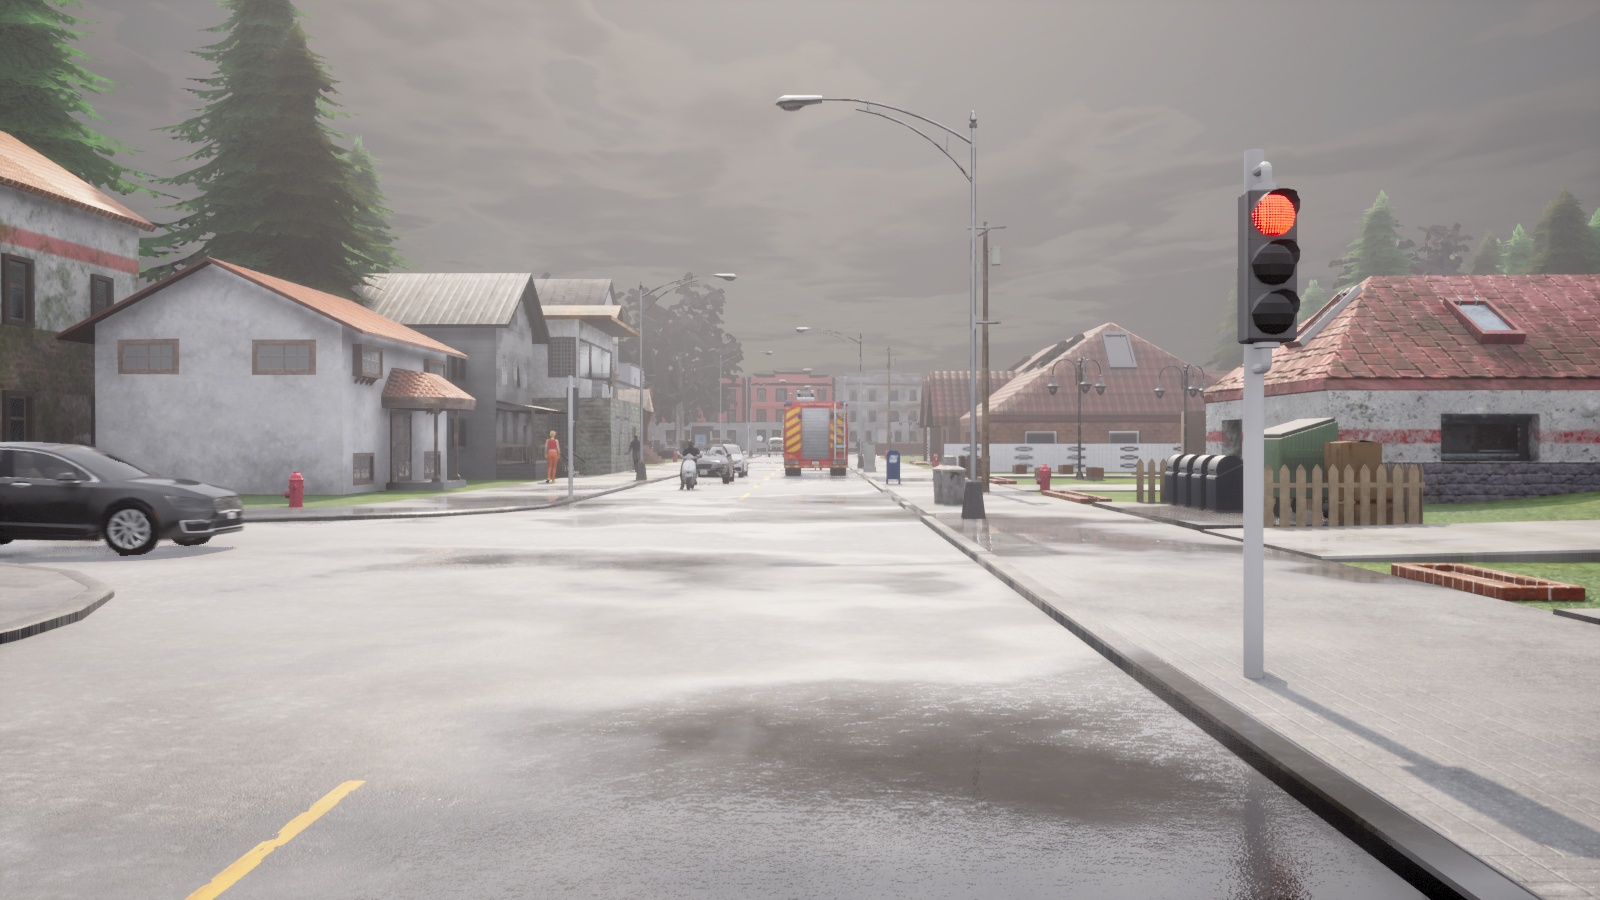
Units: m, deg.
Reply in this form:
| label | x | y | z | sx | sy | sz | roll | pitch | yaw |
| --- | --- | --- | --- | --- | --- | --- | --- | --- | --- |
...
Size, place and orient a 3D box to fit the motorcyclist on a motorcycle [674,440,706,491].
| label | x | y | z | sx | sy | sz | roll | pitch | yaw |
| --- | --- | --- | --- | --- | --- | --- | --- | --- | --- |
| motorcyclist on a motorcycle | -3.507 | 0.470 | 40.226 | 0.866 | 1.590 | 1.817 | 0 | 0 | 1 |

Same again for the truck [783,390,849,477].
| label | x | y | z | sx | sy | sz | roll | pitch | yaw |
| --- | --- | --- | --- | --- | --- | --- | --- | --- | --- |
| truck | 0.732 | -0.751 | 59.199 | 2.891 | 3.827 | 8.468 | 0 | 0 | 1 |

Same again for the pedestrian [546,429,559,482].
| label | x | y | z | sx | sy | sz | roll | pitch | yaw |
| --- | --- | --- | --- | --- | --- | --- | --- | --- | --- |
| pedestrian | -8.672 | 0.201 | 43.976 | 0.345 | 1.836 | 0.594 | 0 | 0 | 0 |

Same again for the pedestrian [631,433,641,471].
| label | x | y | z | sx | sy | sz | roll | pitch | yaw |
| --- | --- | --- | --- | --- | --- | --- | --- | --- | --- |
| pedestrian | -7.888 | 0.109 | 60.441 | 0.370 | 1.835 | 0.726 | 0 | 0 | 1 |

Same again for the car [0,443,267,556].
| label | x | y | z | sx | sy | sz | roll | pitch | yaw |
| --- | --- | --- | --- | --- | --- | --- | --- | --- | --- |
| car | -10.258 | 0.644 | 17.481 | 4.892 | 1.490 | 1.837 | 0 | 0 | 0 |

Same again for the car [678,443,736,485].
| label | x | y | z | sx | sy | sz | roll | pitch | yaw |
| --- | --- | --- | --- | --- | --- | --- | --- | --- | --- |
| car | -3.419 | 0.492 | 46.936 | 1.816 | 1.474 | 4.193 | 0 | 0 | 1 |

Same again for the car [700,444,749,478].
| label | x | y | z | sx | sy | sz | roll | pitch | yaw |
| --- | --- | --- | --- | --- | --- | --- | --- | --- | --- |
| car | -3.314 | 0.455 | 55.689 | 1.812 | 1.442 | 4.674 | 0 | 0 | 1 |
